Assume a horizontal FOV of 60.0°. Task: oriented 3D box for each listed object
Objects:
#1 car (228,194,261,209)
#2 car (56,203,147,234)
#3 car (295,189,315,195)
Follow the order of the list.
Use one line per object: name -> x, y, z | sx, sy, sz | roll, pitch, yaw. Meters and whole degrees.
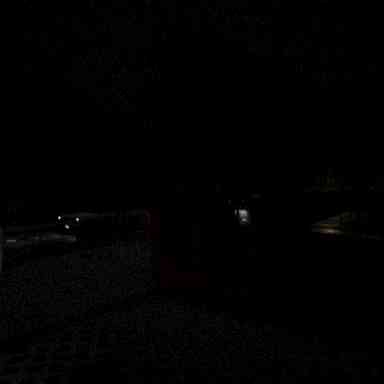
car -> 5.201, 0.870, 31.371 | 1.895, 1.301, 4.718 | 0, 2, 36
car -> -4.672, 1.304, 17.659 | 1.895, 1.301, 4.718 | 0, 1, 36
car -> 15.625, 0.362, 45.692 | 1.812, 1.442, 4.674 | 0, 2, 36
